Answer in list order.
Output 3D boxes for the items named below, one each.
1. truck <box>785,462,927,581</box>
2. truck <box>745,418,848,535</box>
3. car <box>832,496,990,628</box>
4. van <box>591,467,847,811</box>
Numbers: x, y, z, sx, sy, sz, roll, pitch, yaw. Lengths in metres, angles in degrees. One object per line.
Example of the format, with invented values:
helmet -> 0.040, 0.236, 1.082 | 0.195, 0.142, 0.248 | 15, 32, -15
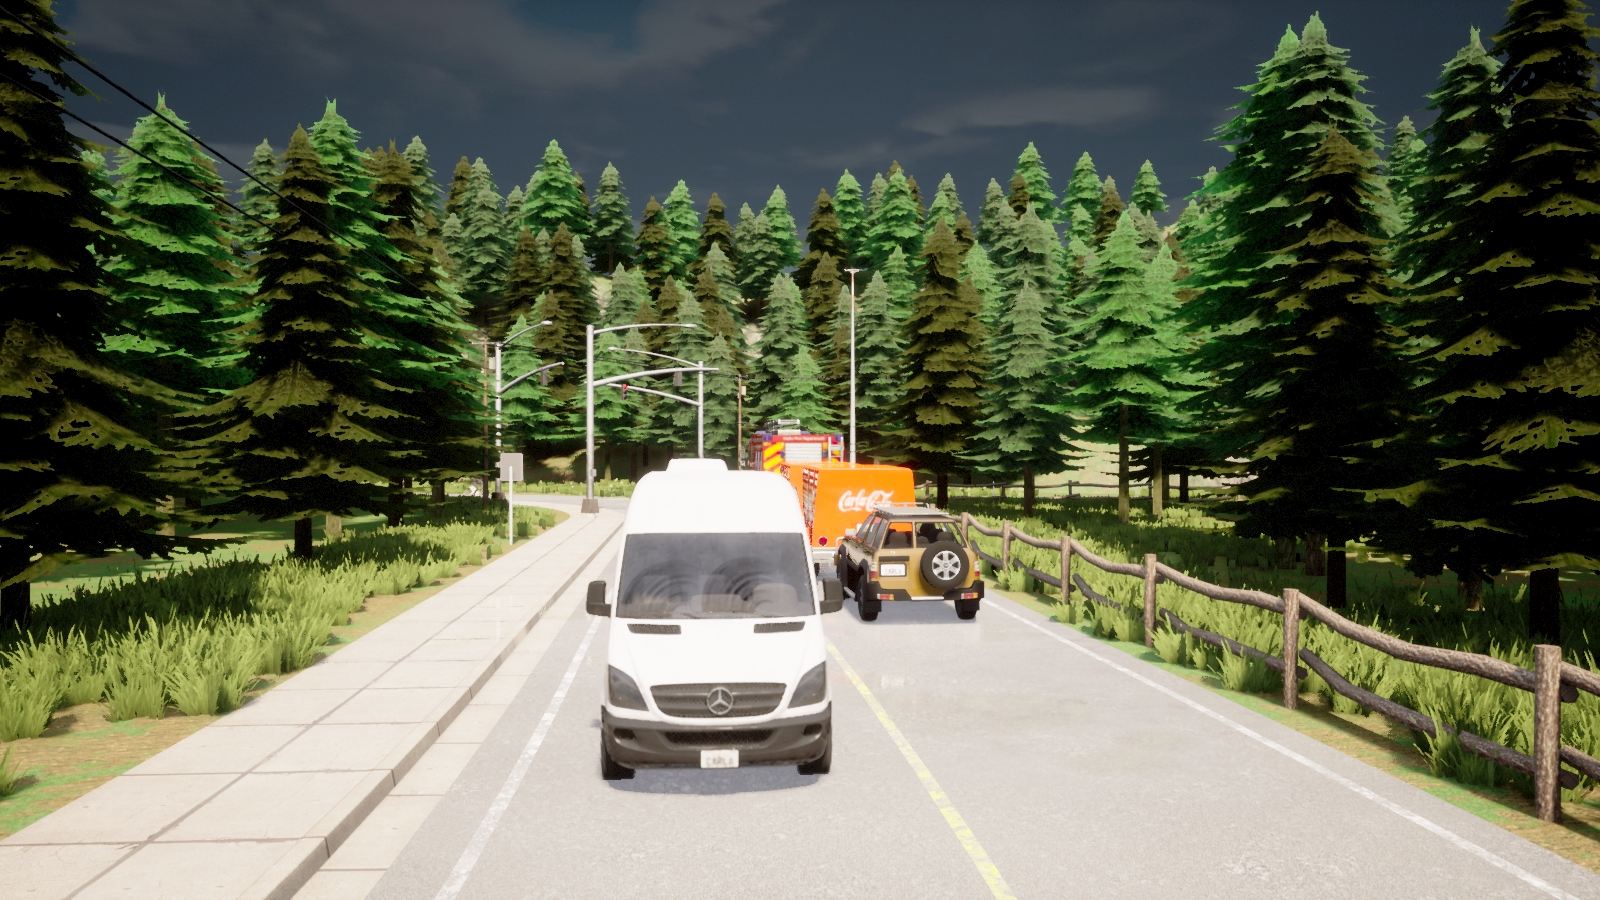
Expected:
truck -> 1.161, 1.541, 26.860 | 2.627, 2.467, 5.204 | 0, 0, -5
truck -> -0.324, 0.864, 41.726 | 2.891, 3.827, 8.468 | 0, 0, -6
car -> 1.809, 1.837, 20.130 | 1.932, 1.855, 4.605 | 0, 0, -5
van -> -0.895, 1.501, 11.840 | 1.988, 2.561, 5.915 | 0, 0, -5
